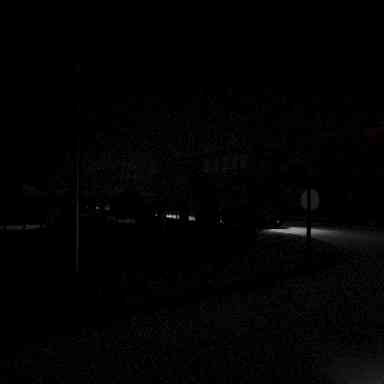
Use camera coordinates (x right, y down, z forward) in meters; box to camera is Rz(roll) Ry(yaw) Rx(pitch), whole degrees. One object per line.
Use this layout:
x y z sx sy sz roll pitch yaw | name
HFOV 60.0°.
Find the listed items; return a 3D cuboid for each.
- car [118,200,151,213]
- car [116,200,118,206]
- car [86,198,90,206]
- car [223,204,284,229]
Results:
-5.680 1.491 35.541 2.128 1.511 4.902 0 0 -35 | car
-10.083 1.547 48.961 2.033 1.411 5.357 0 0 -37 | car
-16.167 1.569 50.414 1.994 1.385 4.181 0 0 -35 | car
3.891 1.526 22.116 1.812 1.442 4.674 0 0 -35 | car
